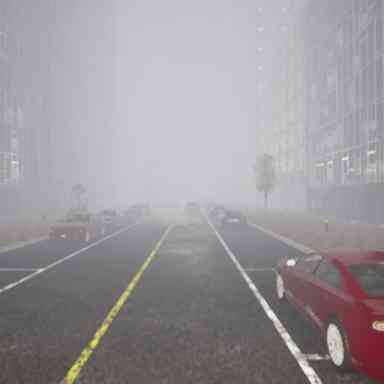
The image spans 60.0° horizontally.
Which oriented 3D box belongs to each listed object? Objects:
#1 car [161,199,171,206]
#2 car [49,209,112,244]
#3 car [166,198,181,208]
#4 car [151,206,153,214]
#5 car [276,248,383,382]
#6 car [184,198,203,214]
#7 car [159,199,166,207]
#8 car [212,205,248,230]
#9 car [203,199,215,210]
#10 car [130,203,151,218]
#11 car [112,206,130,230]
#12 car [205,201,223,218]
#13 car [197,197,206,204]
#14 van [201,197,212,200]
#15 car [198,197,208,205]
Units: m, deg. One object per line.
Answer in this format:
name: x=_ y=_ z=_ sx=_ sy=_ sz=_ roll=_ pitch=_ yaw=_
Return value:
car: x=-5.746 y=2.276 z=73.911 sx=2.008 sy=1.369 sz=4.403 roll=0 pitch=-1 yaw=0
car: x=-5.701 y=1.724 z=16.986 sx=1.887 sy=1.381 sz=4.507 roll=0 pitch=-1 yaw=0
car: x=-3.092 y=2.090 z=58.607 sx=1.837 sy=1.490 sz=4.892 roll=0 pitch=0 yaw=1
car: x=-5.719 y=1.972 z=39.756 sx=1.947 sy=1.339 sz=4.313 roll=0 pitch=-1 yaw=0
car: x=2.688 y=1.606 z=5.603 sx=1.887 sy=1.381 sz=4.507 roll=0 pitch=-1 yaw=0
car: x=0.067 y=1.902 z=41.598 sx=1.882 sy=1.535 sz=5.008 roll=0 pitch=-1 yaw=0
car: x=-5.741 y=2.198 z=68.048 sx=1.752 sy=1.417 sz=4.829 roll=0 pitch=-1 yaw=0
car: x=2.675 y=1.802 z=22.678 sx=1.947 sy=1.339 sz=4.313 roll=0 pitch=-1 yaw=0
car: x=2.657 y=2.027 z=45.446 sx=1.947 sy=1.339 sz=4.313 roll=0 pitch=-1 yaw=0
car: x=-5.715 y=1.895 z=34.064 sx=1.887 sy=1.381 sz=4.507 roll=0 pitch=-1 yaw=0
car: x=-5.706 y=1.819 z=22.679 sx=1.802 sy=1.307 sz=4.206 roll=0 pitch=-1 yaw=0
car: x=2.666 y=1.916 z=34.062 sx=1.947 sy=1.339 sz=4.313 roll=0 pitch=-1 yaw=0
car: x=2.623 y=2.191 z=90.985 sx=2.192 sy=1.841 sz=5.009 roll=0 pitch=0 yaw=0
van: x=2.653 y=1.857 z=51.142 sx=1.690 sy=1.788 sz=3.998 roll=0 pitch=-1 yaw=0
car: x=2.632 y=2.091 z=79.600 sx=2.192 sy=1.841 sz=5.009 roll=0 pitch=-1 yaw=0
